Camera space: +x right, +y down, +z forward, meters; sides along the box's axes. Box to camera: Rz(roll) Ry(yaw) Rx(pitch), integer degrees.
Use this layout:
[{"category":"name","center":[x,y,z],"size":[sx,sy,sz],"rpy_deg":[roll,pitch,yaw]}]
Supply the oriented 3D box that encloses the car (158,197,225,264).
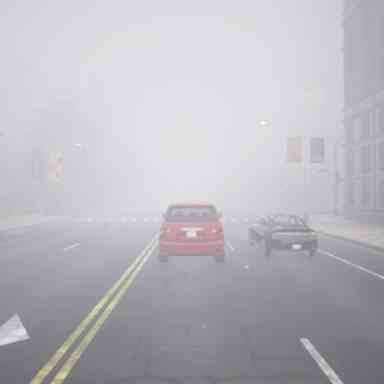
[{"category":"car","center":[-0.012,1.360,12.559],"size":[2.150,2.045,5.566],"rpy_deg":[0,0,0]}]

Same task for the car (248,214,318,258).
[{"category":"car","center":[3.491,1.638,13.514],"size":[2.128,1.511,4.902],"rpy_deg":[0,0,0]}]
